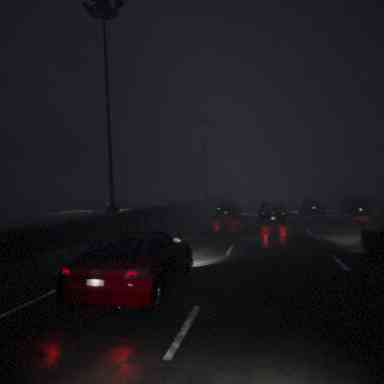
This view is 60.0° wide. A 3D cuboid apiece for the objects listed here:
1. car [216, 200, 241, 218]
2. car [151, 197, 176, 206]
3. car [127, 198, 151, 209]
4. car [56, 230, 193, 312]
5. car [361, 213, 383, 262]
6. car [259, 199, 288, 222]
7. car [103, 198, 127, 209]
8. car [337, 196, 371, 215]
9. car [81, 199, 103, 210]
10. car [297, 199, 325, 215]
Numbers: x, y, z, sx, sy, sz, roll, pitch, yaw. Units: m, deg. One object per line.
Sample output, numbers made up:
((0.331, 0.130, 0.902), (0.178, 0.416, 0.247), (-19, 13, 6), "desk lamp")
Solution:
((3.112, 1.401, 28.191), (1.812, 1.442, 4.674), (-1, 0, 12), "car")
((-3.630, 1.480, 47.272), (2.128, 1.511, 4.902), (-1, 0, 13), "car")
((-7.167, 1.591, 47.498), (1.812, 1.442, 4.674), (-1, 0, 13), "car")
((-1.292, 1.576, 7.894), (1.994, 1.385, 4.181), (-1, 0, 12), "car")
((6.094, 1.448, 8.925), (1.895, 1.301, 4.718), (-1, 0, 12), "car")
((5.793, 1.426, 24.040), (1.895, 1.301, 4.718), (-1, 0, 12), "car")
((-10.531, 1.644, 48.485), (1.837, 1.490, 4.892), (-1, 0, 13), "car")
((14.038, 1.137, 29.043), (1.837, 1.490, 4.892), (-1, 0, 12), "car")
((-14.185, 1.711, 48.193), (2.128, 1.511, 4.902), (-1, 0, 13), "car")
((10.620, 1.270, 29.791), (1.994, 1.385, 4.181), (-1, 0, 12), "car")
